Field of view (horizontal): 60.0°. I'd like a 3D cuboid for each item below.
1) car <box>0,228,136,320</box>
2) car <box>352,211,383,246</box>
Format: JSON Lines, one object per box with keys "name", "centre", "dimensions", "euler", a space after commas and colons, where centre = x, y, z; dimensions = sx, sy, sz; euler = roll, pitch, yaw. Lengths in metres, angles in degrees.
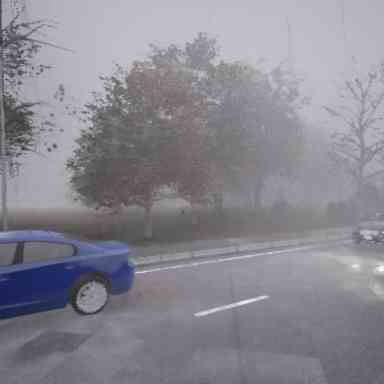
{"name": "car", "centre": [-3.521, 1.474, 6.037], "dimensions": [5.008, 1.535, 1.882], "euler": [0, 0, -33]}
{"name": "car", "centre": [9.041, 1.594, 14.758], "dimensions": [4.902, 1.511, 2.128], "euler": [1, -1, -36]}
